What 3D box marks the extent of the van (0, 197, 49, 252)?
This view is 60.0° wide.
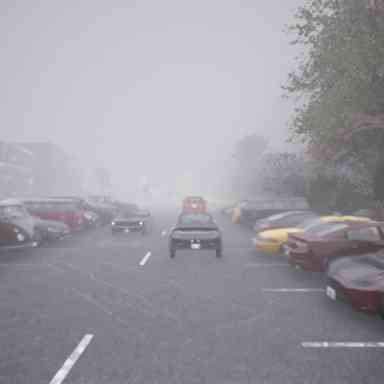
[{"bbox_3d":[-7.850,1.296,11.916,4.442,1.987,1.878,0,0,0],"label":"van"}]

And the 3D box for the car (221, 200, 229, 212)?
[{"bbox_3d":[5.175,1.649,28.685,4.674,1.452,2.002,0,0,0],"label":"car"}]

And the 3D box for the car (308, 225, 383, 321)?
[{"bbox_3d":[5.070,1.534,6.408,4.792,1.488,2.163,0,0,0],"label":"car"}]

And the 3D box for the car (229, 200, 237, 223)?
[{"bbox_3d":[5.119,1.448,23.118,4.553,1.767,2.185,0,0,0],"label":"car"}]

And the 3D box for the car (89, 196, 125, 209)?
[{"bbox_3d":[-7.901,1.319,23.128,5.566,2.045,2.435,0,0,0],"label":"car"}]

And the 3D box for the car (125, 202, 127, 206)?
[{"bbox_3d":[-7.912,1.586,25.932,4.892,1.521,2.231,0,0,0],"label":"car"}]

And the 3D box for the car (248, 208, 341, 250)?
[{"bbox_3d":[5.120,1.578,14.765,4.674,1.452,2.002,0,0,0],"label":"car"}]

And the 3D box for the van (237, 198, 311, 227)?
[{"bbox_3d":[5.256,1.334,20.337,4.442,1.987,1.878,0,0,0],"label":"van"}]

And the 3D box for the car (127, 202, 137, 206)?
[{"bbox_3d":[-7.866,1.377,31.538,5.566,2.045,2.435,0,0,0],"label":"car"}]

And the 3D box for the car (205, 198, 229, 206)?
[{"bbox_3d":[5.369,2.157,71.944,4.892,1.521,2.231,0,-1,0],"label":"car"}]

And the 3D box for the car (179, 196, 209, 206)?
[{"bbox_3d":[0.201,1.372,31.510,2.150,2.045,5.566,0,0,0],"label":"car"}]

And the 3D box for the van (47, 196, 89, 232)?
[{"bbox_3d":[-8.065,1.319,17.523,4.442,1.987,1.878,0,0,0],"label":"van"}]

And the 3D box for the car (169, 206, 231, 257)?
[{"bbox_3d":[0.129,1.541,13.189,2.128,1.511,4.902,0,0,0],"label":"car"}]

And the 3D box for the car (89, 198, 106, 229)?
[{"bbox_3d":[-7.971,1.430,20.327,4.553,1.767,2.185,0,0,0],"label":"car"}]

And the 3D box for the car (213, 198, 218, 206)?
[{"bbox_3d":[5.205,1.687,37.040,5.008,1.535,2.097,0,-1,0],"label":"car"}]

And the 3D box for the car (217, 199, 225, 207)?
[{"bbox_3d":[5.190,1.631,31.472,5.008,1.535,2.097,0,-1,0],"label":"car"}]

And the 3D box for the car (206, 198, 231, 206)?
[{"bbox_3d":[5.365,2.111,68.671,5.008,1.535,2.097,0,-1,0],"label":"car"}]

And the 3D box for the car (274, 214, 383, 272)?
[{"bbox_3d":[5.101,1.515,9.193,5.008,1.535,2.097,0,0,0],"label":"car"}]

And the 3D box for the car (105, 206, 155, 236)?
[{"bbox_3d":[-3.297,1.673,19.051,1.895,1.301,4.718,0,0,0],"label":"car"}]

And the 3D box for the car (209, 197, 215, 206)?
[{"bbox_3d":[5.342,2.108,65.522,4.674,1.452,2.002,0,-1,0],"label":"car"}]

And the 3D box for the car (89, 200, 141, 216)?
[{"bbox_3d":[-7.888,1.656,34.337,4.892,1.521,2.231,0,-1,0],"label":"car"}]

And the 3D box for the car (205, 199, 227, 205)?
[{"bbox_3d":[5.387,2.240,75.219,4.674,1.452,2.002,0,-1,0],"label":"car"}]

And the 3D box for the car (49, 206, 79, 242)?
[{"bbox_3d":[-7.964,1.534,14.718,4.892,1.521,2.231,0,0,0],"label":"car"}]

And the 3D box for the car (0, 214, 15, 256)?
[{"bbox_3d":[-7.979,1.511,9.112,5.008,1.535,2.097,0,0,0],"label":"car"}]
